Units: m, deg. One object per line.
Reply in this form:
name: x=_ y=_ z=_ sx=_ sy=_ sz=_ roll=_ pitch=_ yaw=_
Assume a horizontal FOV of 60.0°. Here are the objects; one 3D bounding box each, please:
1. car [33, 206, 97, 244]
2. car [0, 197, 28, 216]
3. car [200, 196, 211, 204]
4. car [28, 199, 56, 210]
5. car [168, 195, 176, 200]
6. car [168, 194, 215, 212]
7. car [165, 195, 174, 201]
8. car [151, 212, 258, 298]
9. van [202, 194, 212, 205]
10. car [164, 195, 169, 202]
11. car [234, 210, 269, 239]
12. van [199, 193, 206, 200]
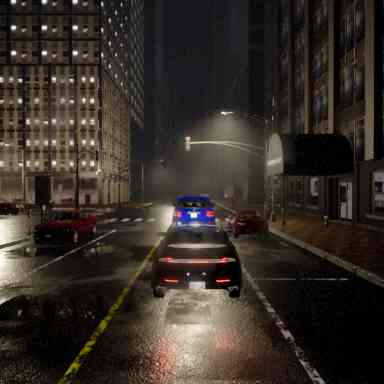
car: x=-5.822 y=1.542 z=15.724 sx=1.887 sy=1.381 sz=4.507 roll=0 pitch=0 yaw=0
car: x=-18.602 y=1.306 z=31.066 sx=5.009 sy=1.841 sz=2.192 roll=0 pitch=0 yaw=1
car: x=2.700 y=1.533 z=66.388 sx=2.008 sy=1.369 sz=4.403 roll=0 pitch=0 yaw=0
car: x=-18.514 y=1.497 z=39.448 sx=4.403 sy=1.369 sz=2.008 roll=0 pitch=0 yaw=1
car: x=-5.673 y=1.529 z=94.874 sx=1.947 sy=1.339 sz=4.313 roll=0 pitch=0 yaw=0
car: x=0.093 y=1.218 z=18.417 sx=2.150 sy=2.045 sz=5.566 roll=0 pitch=0 yaw=0
car: x=-5.676 y=1.538 z=83.481 sx=1.947 sy=1.339 sz=4.313 roll=0 pitch=0 yaw=0
car: x=0.101 y=1.490 z=8.498 sx=2.128 sy=1.511 sz=4.902 roll=0 pitch=0 yaw=0
van: x=2.698 y=1.326 z=60.691 sx=1.690 sy=1.788 sz=3.998 roll=0 pitch=0 yaw=0
car: x=-5.677 y=1.521 z=77.784 sx=1.887 sy=1.381 sz=4.507 roll=0 pitch=0 yaw=0
car: x=2.818 y=1.579 z=17.098 sx=1.802 sy=1.307 sz=4.206 roll=0 pitch=0 yaw=0
van: x=2.705 y=1.309 z=89.175 sx=1.690 sy=1.788 sz=3.998 roll=0 pitch=0 yaw=0
